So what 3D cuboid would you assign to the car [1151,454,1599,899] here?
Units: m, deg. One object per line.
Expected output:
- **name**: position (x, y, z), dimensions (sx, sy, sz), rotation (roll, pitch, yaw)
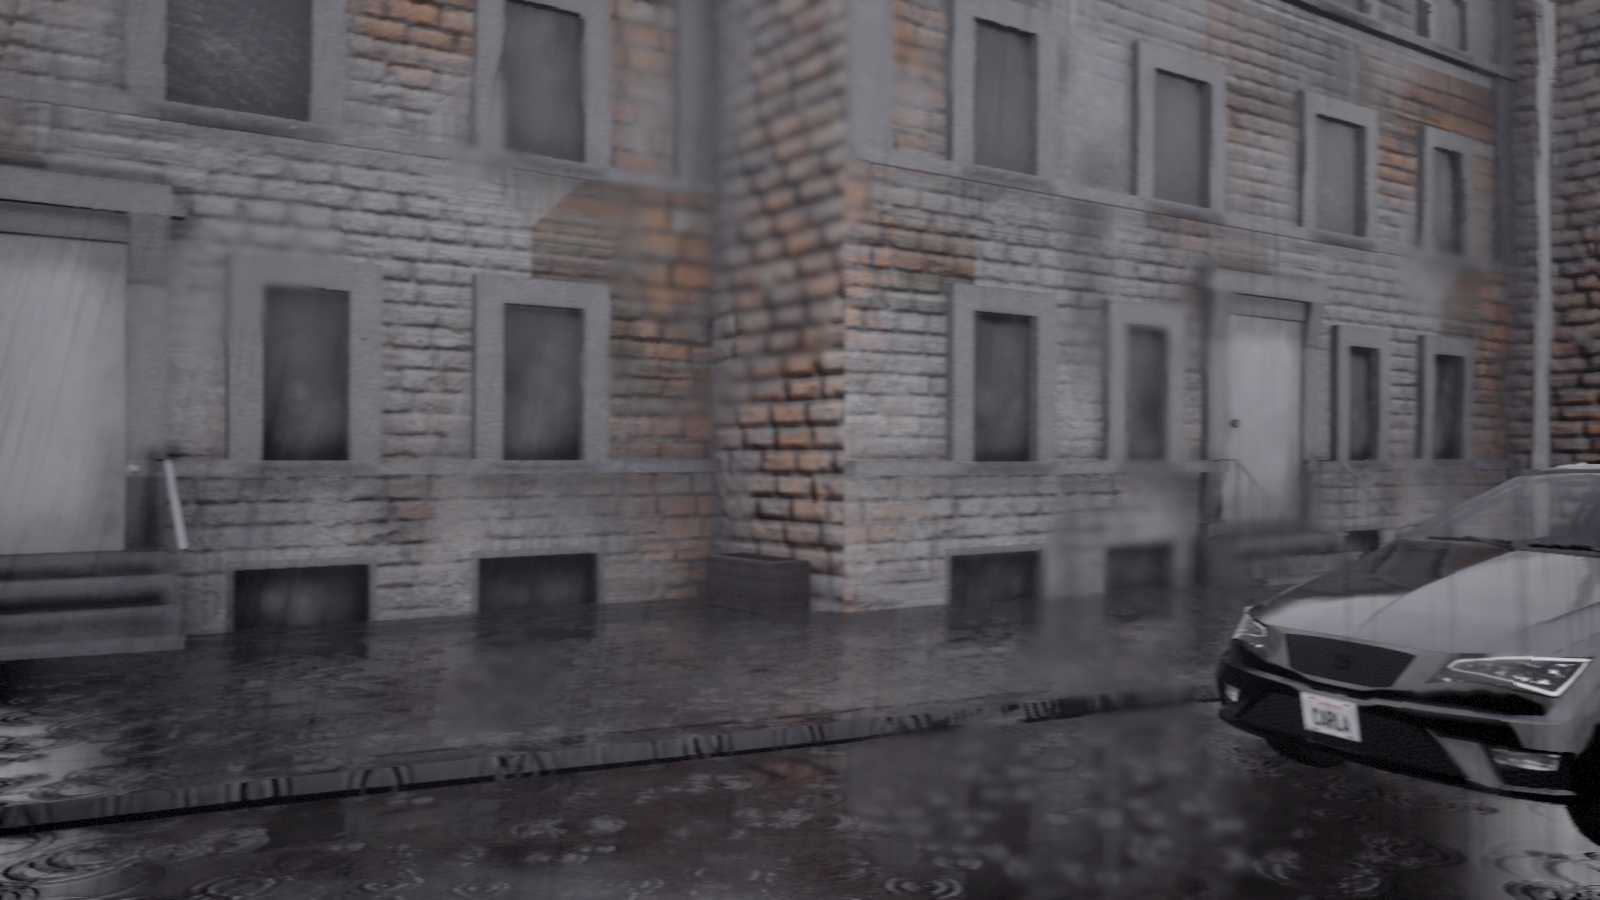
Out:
- **car**: position (3.899, 0.760, 5.893), dimensions (4.193, 1.474, 1.816), rotation (0, 0, -26)
